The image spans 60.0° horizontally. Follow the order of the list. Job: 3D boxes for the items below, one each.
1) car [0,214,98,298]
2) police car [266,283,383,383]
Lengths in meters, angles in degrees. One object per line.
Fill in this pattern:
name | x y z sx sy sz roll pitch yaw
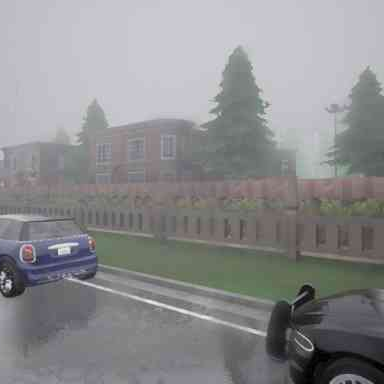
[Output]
car | -4.556 1.351 8.805 4.553 1.767 2.097 0 0 38
police car | 3.219 1.425 2.741 5.238 1.638 1.930 0 0 38
